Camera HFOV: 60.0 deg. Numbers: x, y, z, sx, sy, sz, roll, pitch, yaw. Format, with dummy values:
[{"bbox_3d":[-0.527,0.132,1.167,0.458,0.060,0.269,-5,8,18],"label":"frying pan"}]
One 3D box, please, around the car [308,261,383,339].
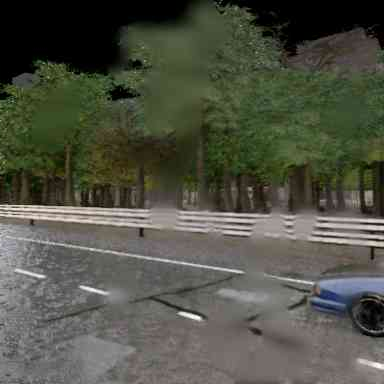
[{"bbox_3d":[4.623,1.548,4.869,5.357,1.411,2.033,0,0,35],"label":"car"}]
